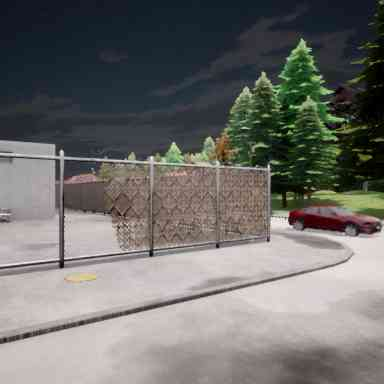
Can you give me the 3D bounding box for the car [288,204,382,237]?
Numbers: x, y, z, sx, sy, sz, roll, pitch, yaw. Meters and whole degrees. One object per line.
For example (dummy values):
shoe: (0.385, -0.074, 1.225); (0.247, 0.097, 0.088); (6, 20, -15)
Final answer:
car: (7.690, 1.478, 18.339); (1.882, 1.535, 5.008); (0, 0, -36)
